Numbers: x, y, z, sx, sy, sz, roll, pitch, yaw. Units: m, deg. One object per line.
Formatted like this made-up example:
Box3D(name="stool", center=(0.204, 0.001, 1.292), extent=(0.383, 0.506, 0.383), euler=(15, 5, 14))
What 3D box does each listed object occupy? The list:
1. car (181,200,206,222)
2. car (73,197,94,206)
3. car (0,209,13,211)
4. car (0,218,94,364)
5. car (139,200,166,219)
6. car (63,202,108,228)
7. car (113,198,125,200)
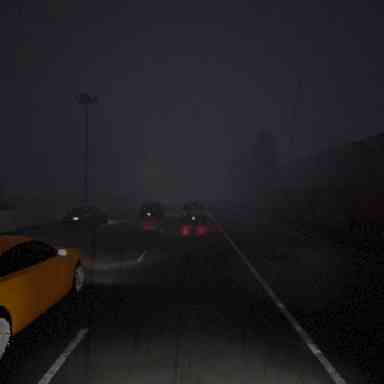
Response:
Box3D(name="car", center=(0.108, 1.584, 26.024), extent=(1.895, 1.301, 4.718), euler=(0, 0, 0))
Box3D(name="car", center=(-17.525, 1.493, 53.864), extent=(1.812, 1.442, 4.674), euler=(0, 0, 1))
Box3D(name="car", center=(-21.083, 1.579, 36.045), extent=(1.895, 1.301, 4.718), euler=(0, 0, 0))
Box3D(name="car", center=(-3.398, 1.474, 5.666), extent=(1.882, 1.535, 5.008), euler=(0, 0, 0))
Box3D(name="car", center=(-3.391, 1.486, 28.684), extent=(1.837, 1.490, 4.892), euler=(0, 0, 0))
Box3D(name="car", center=(-6.892, 1.550, 21.737), extent=(1.994, 1.385, 4.181), euler=(0, 0, 0))
Box3D(name="car", center=(-13.979, 1.507, 64.272), extent=(1.837, 1.490, 4.892), euler=(0, 0, 0))
